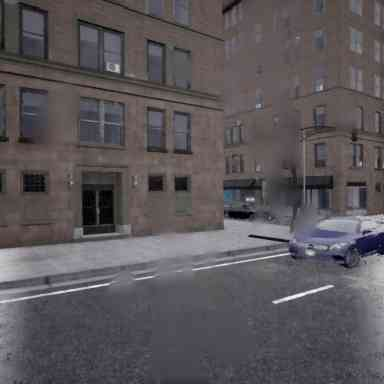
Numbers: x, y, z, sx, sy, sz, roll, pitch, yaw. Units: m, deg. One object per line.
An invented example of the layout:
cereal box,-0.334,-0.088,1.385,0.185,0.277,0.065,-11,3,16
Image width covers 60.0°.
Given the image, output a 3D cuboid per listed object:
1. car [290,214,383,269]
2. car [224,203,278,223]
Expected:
car,5.219,1.522,11.309,4.674,1.442,1.812,0,1,-42
car,4.225,1.535,25.346,1.895,1.301,4.718,-1,1,-35
